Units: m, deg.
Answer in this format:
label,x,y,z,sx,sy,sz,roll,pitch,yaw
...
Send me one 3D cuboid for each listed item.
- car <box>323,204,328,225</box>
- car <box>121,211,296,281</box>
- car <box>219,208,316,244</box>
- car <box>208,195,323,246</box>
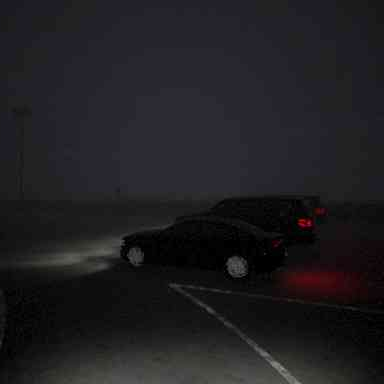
label,x,y,z,sx,sy,sz,roll,pitch,yaw
car,4.846,1.178,19.184,5.566,2.045,2.150,0,0,25
car,0.235,1.464,9.753,5.008,1.535,1.882,0,0,25
car,3.598,1.529,15.904,4.181,1.385,1.994,0,0,25
car,1.891,1.197,12.839,5.566,2.045,2.150,0,0,25
